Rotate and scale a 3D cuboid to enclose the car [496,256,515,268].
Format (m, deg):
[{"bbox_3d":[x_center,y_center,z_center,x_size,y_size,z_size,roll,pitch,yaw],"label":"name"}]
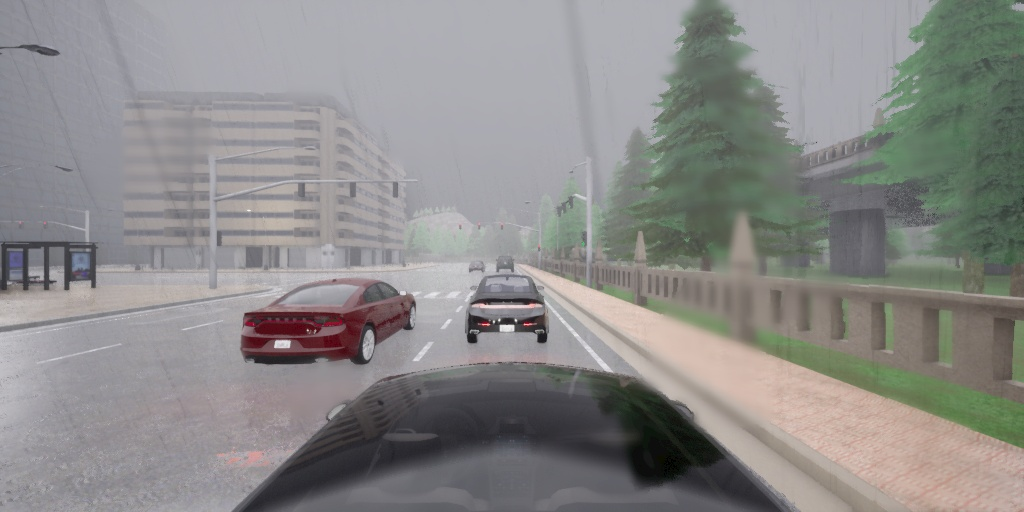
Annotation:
[{"bbox_3d":[-0.865,0.972,45.332,2.150,2.045,5.566,0,0,-1],"label":"car"}]

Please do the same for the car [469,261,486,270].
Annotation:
[{"bbox_3d":[-4.367,1.298,45.007,2.033,1.411,5.357,0,0,-1],"label":"car"}]

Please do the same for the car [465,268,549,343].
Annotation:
[{"bbox_3d":[-0.127,1.242,9.643,2.128,1.511,4.902,0,0,-1],"label":"car"}]

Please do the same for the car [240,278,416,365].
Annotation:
[{"bbox_3d":[-3.595,1.228,8.081,1.882,1.535,5.008,0,0,0],"label":"car"}]
